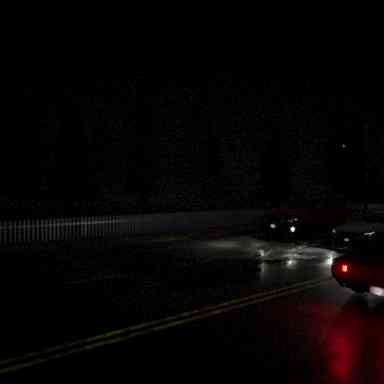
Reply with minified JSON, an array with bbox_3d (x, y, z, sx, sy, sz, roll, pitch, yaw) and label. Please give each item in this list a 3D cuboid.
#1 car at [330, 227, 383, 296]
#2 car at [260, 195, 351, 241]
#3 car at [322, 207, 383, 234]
[{"bbox_3d":[5.326,1.585,7.572,4.718,1.301,1.895,0,0,-35],"label":"car"},{"bbox_3d":[5.951,1.195,16.855,5.566,2.045,2.150,0,0,-36],"label":"car"},{"bbox_3d":[7.667,1.500,13.779,4.674,1.442,1.812,0,0,-36],"label":"car"}]
